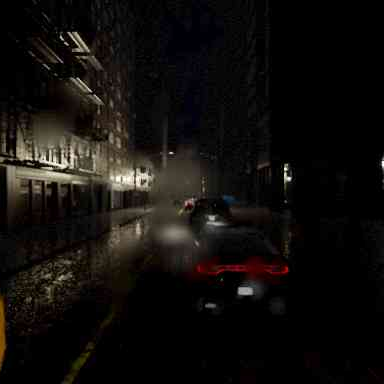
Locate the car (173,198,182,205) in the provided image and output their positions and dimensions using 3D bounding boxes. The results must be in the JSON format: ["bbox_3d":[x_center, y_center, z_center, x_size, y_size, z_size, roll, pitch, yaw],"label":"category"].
[{"bbox_3d":[-2.923,2.046,69.810,2.033,1.411,5.357,0,0,0],"label":"car"}]

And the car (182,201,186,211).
[{"bbox_3d":[0.082,1.667,45.195,2.097,1.767,4.553,0,0,1],"label":"car"}]

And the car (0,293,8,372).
[{"bbox_3d":[-3.000,1.489,1.655,1.882,1.535,5.008,0,0,0],"label":"car"}]

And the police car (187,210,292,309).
[{"bbox_3d":[0.907,1.479,8.187,1.930,1.638,5.238,0,0,0],"label":"police car"}]

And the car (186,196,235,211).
[{"bbox_3d":[0.920,1.344,18.108,2.150,2.045,5.566,0,0,0],"label":"car"}]

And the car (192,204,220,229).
[{"bbox_3d":[0.927,1.665,24.077,1.837,1.490,4.892,0,0,0],"label":"car"}]

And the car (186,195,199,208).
[{"bbox_3d":[0.066,1.646,59.190,2.150,2.045,5.566,0,0,0],"label":"car"}]
